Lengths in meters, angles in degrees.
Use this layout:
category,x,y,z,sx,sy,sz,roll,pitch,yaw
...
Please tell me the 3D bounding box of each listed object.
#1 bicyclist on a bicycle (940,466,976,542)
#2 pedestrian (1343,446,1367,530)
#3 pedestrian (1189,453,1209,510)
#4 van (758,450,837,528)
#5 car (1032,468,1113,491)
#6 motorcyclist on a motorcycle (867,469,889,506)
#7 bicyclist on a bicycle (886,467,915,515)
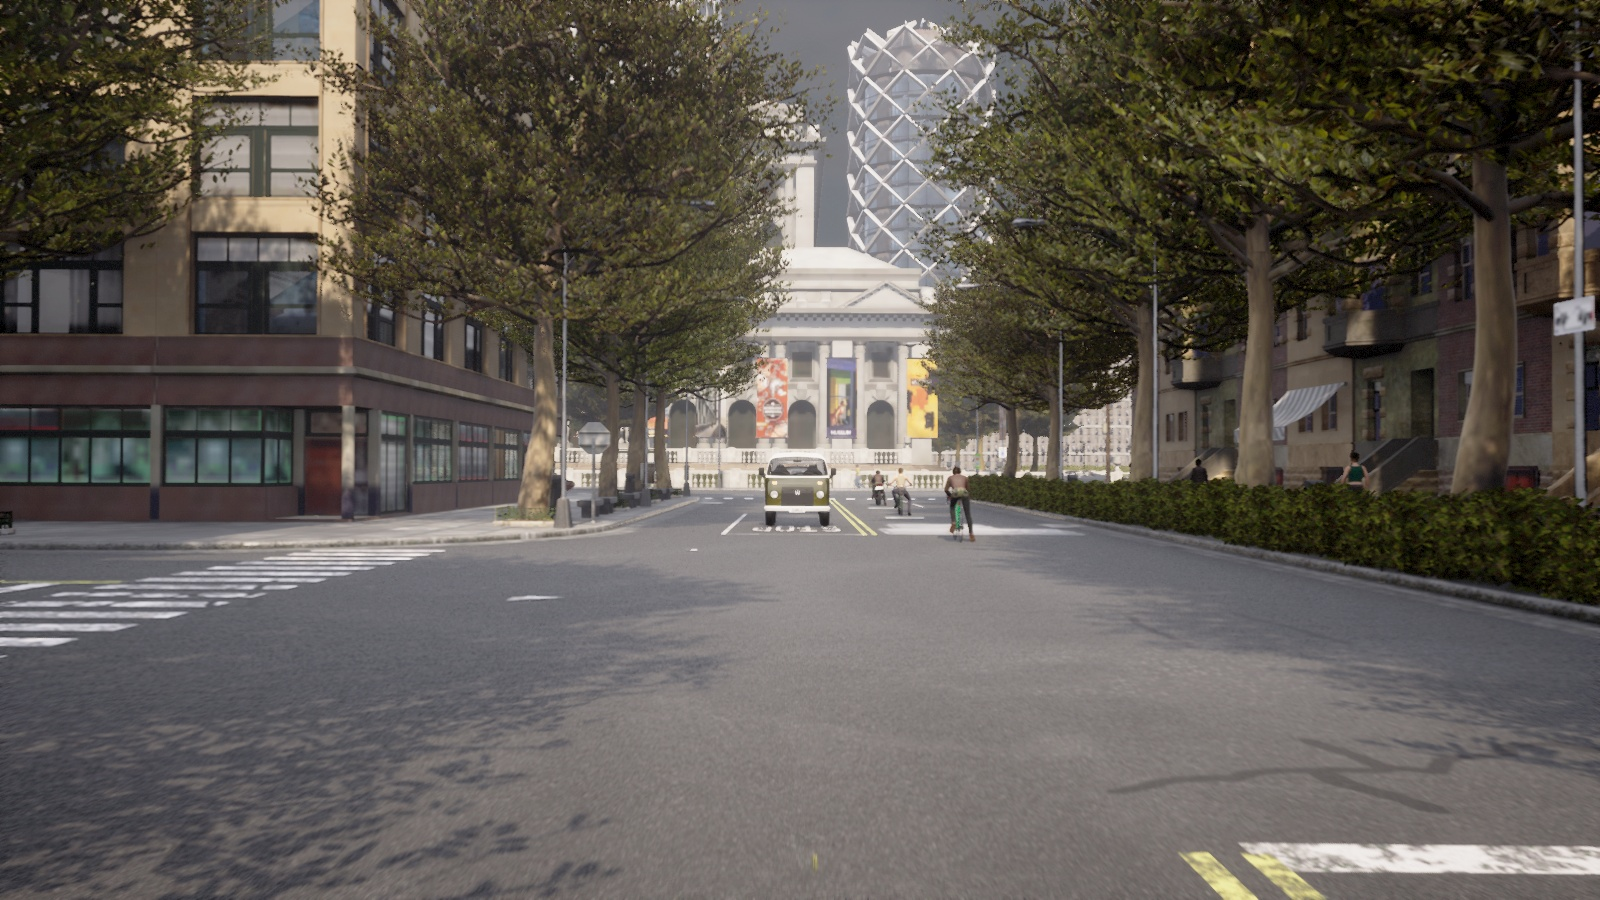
category,x,y,z,sx,sy,sz,roll,pitch,yaw
bicyclist on a bicycle,3.440,1.163,27.437,0.582,1.620,1.656,0,-1,0
pedestrian,12.354,0.839,27.965,0.345,1.836,0.594,0,-1,12
pedestrian,13.129,1.037,41.359,0.431,1.840,0.703,0,-1,1
van,-0.062,1.068,35.210,2.069,2.038,4.480,0,-1,0
car,18.193,1.958,84.043,4.902,1.511,2.128,0,-1,-2
motorcyclist on a motorcycle,3.344,1.587,53.700,0.797,1.523,2.044,0,-1,0
bicyclist on a bicycle,3.383,1.370,42.307,0.866,1.612,1.509,0,-1,0
